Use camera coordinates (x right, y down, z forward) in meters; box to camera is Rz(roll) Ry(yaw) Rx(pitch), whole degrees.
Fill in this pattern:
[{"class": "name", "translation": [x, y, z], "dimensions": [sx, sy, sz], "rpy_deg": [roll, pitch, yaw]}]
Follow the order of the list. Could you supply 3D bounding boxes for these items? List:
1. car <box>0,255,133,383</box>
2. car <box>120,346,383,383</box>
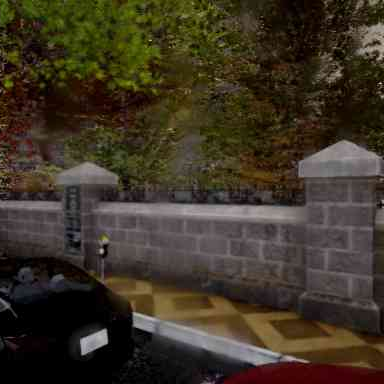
[{"class": "car", "translation": [-2.706, 1.579, 4.605], "dimensions": [4.313, 1.339, 1.947], "rpy_deg": [0, 0, 35]}, {"class": "car", "translation": [1.847, 1.571, 1.433], "dimensions": [4.206, 1.307, 1.802], "rpy_deg": [0, 0, 35]}]
